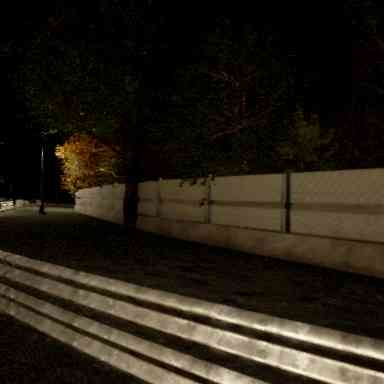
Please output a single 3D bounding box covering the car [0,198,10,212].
[{"bbox_3d":[-24.007,1.702,40.215,2.128,1.511,4.902,2,-1,-20],"label":"car"}]
